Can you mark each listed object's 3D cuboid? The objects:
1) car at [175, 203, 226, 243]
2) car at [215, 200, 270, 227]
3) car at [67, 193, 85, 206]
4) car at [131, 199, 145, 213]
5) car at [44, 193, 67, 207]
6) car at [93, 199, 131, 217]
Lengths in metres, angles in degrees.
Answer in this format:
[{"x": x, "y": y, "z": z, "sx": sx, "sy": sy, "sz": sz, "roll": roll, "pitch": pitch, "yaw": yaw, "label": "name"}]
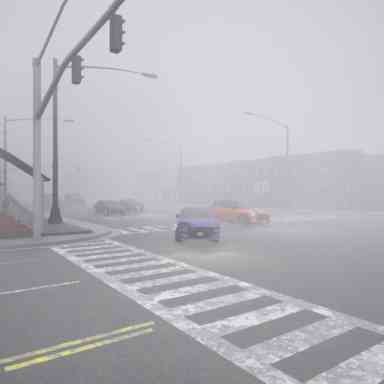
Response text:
[{"x": 0.249, "y": 1.478, "z": 16.322, "sx": 1.882, "sy": 1.535, "sz": 5.008, "roll": 1, "pitch": 0, "yaw": -2, "label": "car"}, {"x": 3.160, "y": 1.351, "z": 22.989, "sx": 2.097, "sy": 1.767, "sz": 4.553, "roll": 0, "pitch": 0, "yaw": -40, "label": "car"}, {"x": -19.130, "y": 1.207, "z": 53.785, "sx": 2.150, "sy": 2.045, "sz": 5.566, "roll": 0, "pitch": 0, "yaw": -36, "label": "car"}, {"x": -6.945, "y": 1.491, "z": 36.585, "sx": 2.128, "sy": 1.511, "sz": 4.902, "roll": 0, "pitch": 0, "yaw": -36, "label": "car"}, {"x": -21.465, "y": 1.226, "z": 51.022, "sx": 2.150, "sy": 2.045, "sz": 5.566, "roll": 0, "pitch": 0, "yaw": -35, "label": "car"}, {"x": -8.028, "y": 1.504, "z": 32.078, "sx": 1.837, "sy": 1.490, "sz": 4.892, "roll": 0, "pitch": 0, "yaw": -35, "label": "car"}]
